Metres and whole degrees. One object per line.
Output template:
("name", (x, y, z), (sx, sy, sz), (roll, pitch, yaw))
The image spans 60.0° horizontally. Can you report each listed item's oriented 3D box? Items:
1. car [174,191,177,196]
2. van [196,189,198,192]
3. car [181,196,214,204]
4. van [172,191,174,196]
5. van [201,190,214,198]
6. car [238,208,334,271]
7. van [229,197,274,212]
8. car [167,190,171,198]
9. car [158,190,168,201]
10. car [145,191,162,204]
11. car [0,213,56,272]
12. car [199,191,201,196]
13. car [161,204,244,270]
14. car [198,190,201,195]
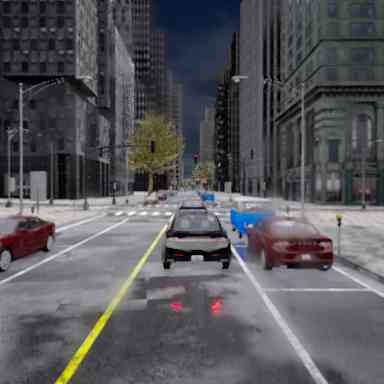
("car", (-5.849, 0.481, 90.705), (1.947, 1.339, 4.313), (0, 1, 0))
("van", (2.681, 0.306, 86.275), (1.690, 1.788, 3.998), (0, 1, 0))
("car", (0.065, 1.223, 21.217), (2.128, 1.511, 4.902), (0, 1, 1))
("van", (-5.838, 0.375, 80.126), (1.690, 1.788, 3.998), (0, 1, 0))
("van", (2.713, 0.680, 53.798), (1.690, 1.788, 3.998), (0, 1, 0))
("car", (2.768, 1.413, 10.294), (1.887, 1.381, 4.507), (0, 1, 0))
("van", (2.765, 1.140, 15.816), (1.690, 1.788, 3.998), (0, 1, 0))
("car", (-5.822, 0.531, 64.260), (2.192, 1.841, 5.009), (0, 1, 0))
("car", (-5.818, 0.822, 58.974), (1.887, 1.381, 4.507), (0, 1, 0))
("car", (-5.813, 0.930, 48.224), (1.752, 1.417, 4.829), (0, 1, 0))
("car", (-5.787, 1.412, 10.304), (1.887, 1.381, 4.507), (0, 1, 0))
("car", (2.707, 0.841, 59.213), (1.947, 1.339, 4.313), (0, 1, 0))
("car", (0.096, 1.358, 10.485), (2.128, 1.511, 4.902), (0, 1, -1))
("car", (2.702, 0.756, 64.626), (1.887, 1.381, 4.507), (0, 1, 0))
